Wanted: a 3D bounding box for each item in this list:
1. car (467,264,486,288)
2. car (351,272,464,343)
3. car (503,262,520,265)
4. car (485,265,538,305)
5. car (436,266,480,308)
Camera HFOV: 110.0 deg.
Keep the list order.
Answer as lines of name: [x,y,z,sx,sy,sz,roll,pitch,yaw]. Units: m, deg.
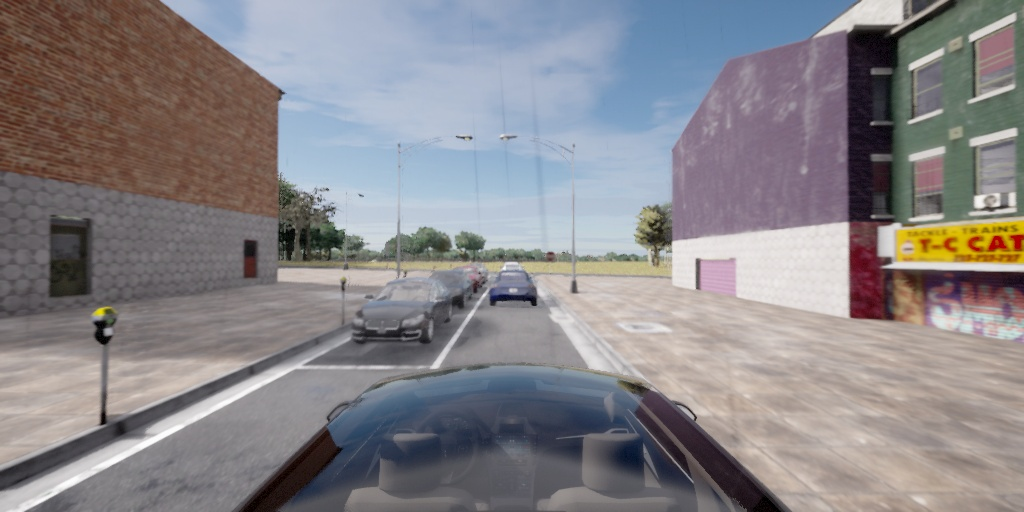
car: [-2.640,1.247,20.517,1.888,1.381,4.507,0,0,0]
car: [-2.639,1.277,9.436,2.007,1.370,4.403,0,0,0]
car: [-0.028,1.210,28.251,1.812,1.442,4.674,0,0,-2]
car: [0.064,1.276,15.760,1.994,1.385,4.181,0,0,0]
car: [-2.639,1.280,14.976,1.948,1.339,4.313,0,0,0]
